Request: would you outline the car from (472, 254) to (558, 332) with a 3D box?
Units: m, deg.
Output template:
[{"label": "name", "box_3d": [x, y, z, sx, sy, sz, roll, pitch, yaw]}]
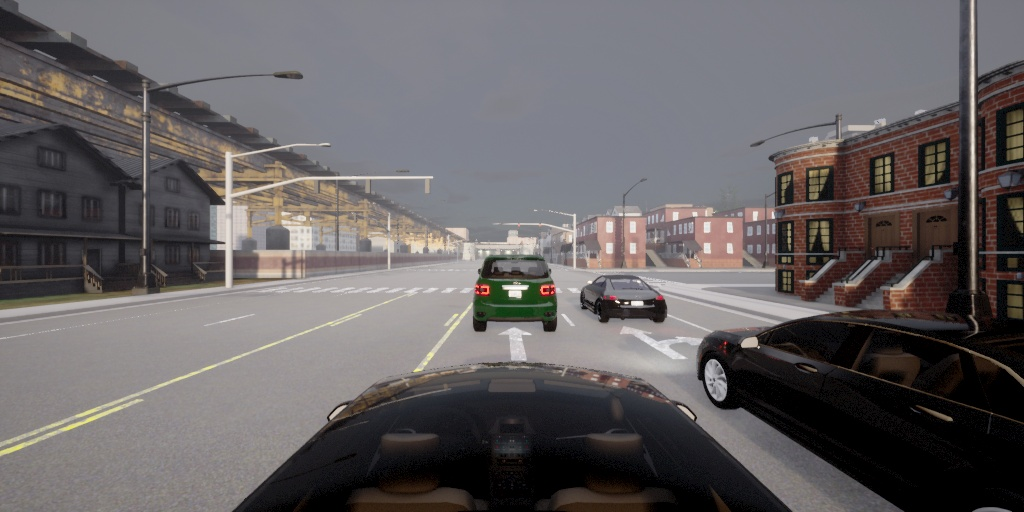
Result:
[{"label": "car", "box_3d": [0.083, 0.971, 11.021, 2.150, 2.045, 5.566, 0, 0, 0]}]

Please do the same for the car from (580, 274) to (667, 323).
[{"label": "car", "box_3d": [3.582, 1.314, 12.192, 1.994, 1.385, 4.181, 0, 0, 1]}]

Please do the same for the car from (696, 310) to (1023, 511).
[{"label": "car", "box_3d": [3.599, 1.255, 3.279, 1.837, 1.490, 4.892, 0, 0, 0]}]
